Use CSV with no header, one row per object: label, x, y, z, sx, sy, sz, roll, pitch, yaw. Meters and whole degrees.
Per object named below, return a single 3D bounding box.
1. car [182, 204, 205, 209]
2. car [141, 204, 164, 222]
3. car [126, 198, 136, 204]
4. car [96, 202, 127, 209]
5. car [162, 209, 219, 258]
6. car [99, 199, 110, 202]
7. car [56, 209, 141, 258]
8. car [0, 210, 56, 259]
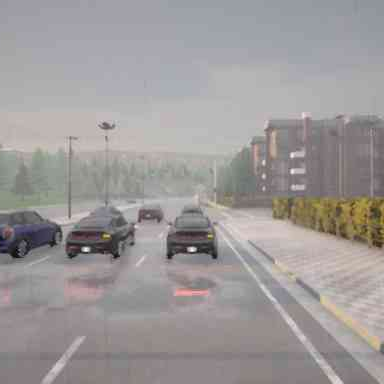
car,0.084,1.811,28.483,1.837,1.490,4.892,0,0,2
car,-3.532,1.789,29.214,1.882,1.535,5.008,0,0,0
car,-16.299,2.421,88.658,1.882,1.535,5.008,0,-1,0
car,-7.019,1.841,27.454,2.033,1.411,5.357,0,-1,0
car,0.019,1.651,13.412,1.837,1.490,4.892,0,0,0
car,-23.299,2.495,88.660,1.994,1.385,4.181,0,-1,0
car,-3.481,1.651,13.412,1.837,1.490,4.892,0,0,0
car,-6.981,1.494,13.331,2.097,1.767,4.553,0,-1,0
